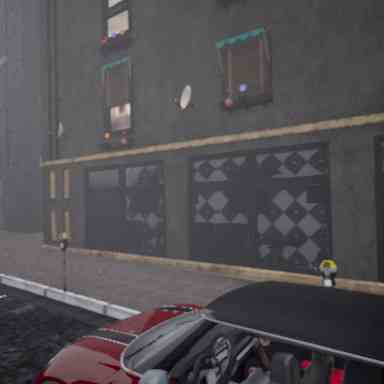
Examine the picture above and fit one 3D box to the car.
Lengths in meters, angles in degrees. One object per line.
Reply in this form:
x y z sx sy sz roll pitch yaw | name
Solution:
0.569 1.448 2.488 4.097 1.590 1.967 -1 -1 36 | car
